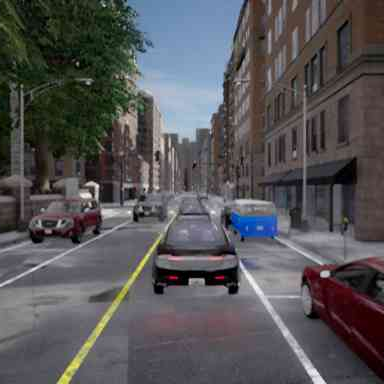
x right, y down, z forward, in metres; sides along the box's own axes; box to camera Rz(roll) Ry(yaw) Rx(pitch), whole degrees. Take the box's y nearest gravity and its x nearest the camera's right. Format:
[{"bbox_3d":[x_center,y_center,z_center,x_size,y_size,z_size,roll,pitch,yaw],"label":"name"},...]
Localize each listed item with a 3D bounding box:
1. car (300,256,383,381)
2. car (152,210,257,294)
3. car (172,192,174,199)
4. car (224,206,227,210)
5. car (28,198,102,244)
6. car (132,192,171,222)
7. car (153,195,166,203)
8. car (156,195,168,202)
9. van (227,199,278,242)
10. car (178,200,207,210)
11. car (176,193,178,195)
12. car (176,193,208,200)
[{"bbox_3d":[2.847,1.526,4.416,1.887,1.381,4.507,0,0,0],"label":"car"},{"bbox_3d":[0.086,1.453,8.634,2.128,1.511,4.902,0,0,0],"label":"car"},{"bbox_3d":[-5.793,1.177,75.723,1.887,1.381,4.507,0,0,0],"label":"car"},{"bbox_3d":[2.820,1.469,21.397,1.947,1.339,4.313,0,0,0],"label":"car"},{"bbox_3d":[-5.696,1.244,15.682,2.192,1.841,5.009,0,0,0],"label":"car"},{"bbox_3d":[-3.049,1.109,25.292,2.150,2.045,5.566,0,0,0],"label":"car"},{"bbox_3d":[-5.766,1.234,59.201,1.752,1.417,4.829,0,0,0],"label":"car"},{"bbox_3d":[-5.775,1.233,64.821,2.008,1.369,4.403,0,0,0],"label":"car"},{"bbox_3d":[2.829,1.271,15.736,1.690,1.788,3.998,0,0,0],"label":"van"},{"bbox_3d":[0.068,1.408,18.573,2.128,1.511,4.902,0,0,0],"label":"car"},{"bbox_3d":[-5.820,0.880,92.074,2.192,1.841,5.009,0,0,0],"label":"car"},{"bbox_3d":[-0.047,1.223,27.749,2.097,1.767,4.553,0,0,0],"label":"car"}]
